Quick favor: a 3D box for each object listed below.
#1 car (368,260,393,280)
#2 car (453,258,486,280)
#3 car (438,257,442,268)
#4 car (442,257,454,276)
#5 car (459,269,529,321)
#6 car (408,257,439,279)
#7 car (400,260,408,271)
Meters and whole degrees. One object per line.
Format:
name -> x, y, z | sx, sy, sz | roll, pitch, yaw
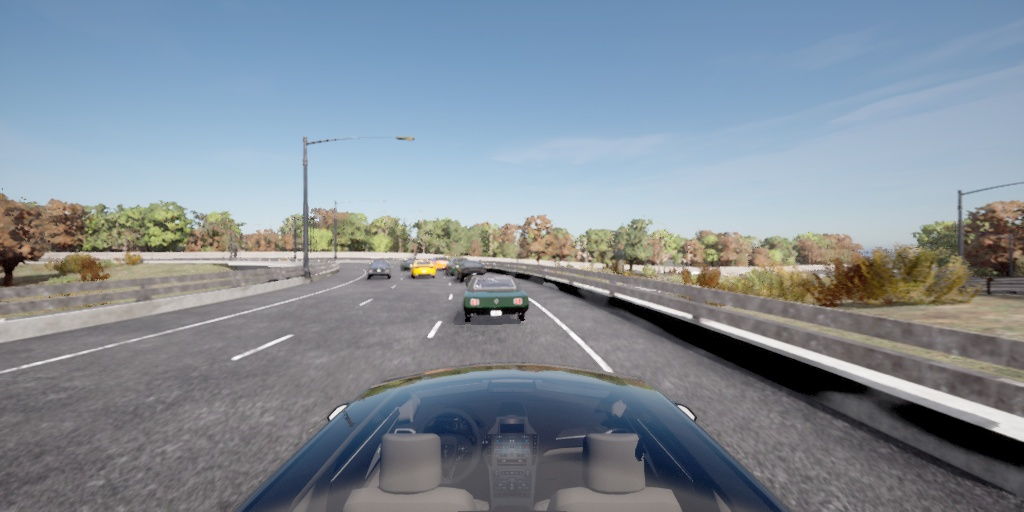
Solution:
car -> -11.170, 1.193, 30.455 | 2.033, 1.411, 5.357 | 0, 0, -18
car -> -3.089, 1.104, 26.903 | 1.882, 1.535, 5.008 | 0, 0, -13
car -> -9.349, 0.903, 45.994 | 2.097, 1.767, 4.553 | 0, 0, -23
car -> -5.215, 0.945, 34.809 | 2.097, 1.767, 4.553 | 0, 0, -17
car -> -0.654, 1.296, 12.204 | 1.895, 1.301, 4.718 | 0, 0, -6
car -> -7.872, 1.101, 31.579 | 1.882, 1.535, 5.008 | 0, 1, -18
car -> -13.179, 1.135, 46.007 | 1.994, 1.385, 4.181 | 0, 0, -24
